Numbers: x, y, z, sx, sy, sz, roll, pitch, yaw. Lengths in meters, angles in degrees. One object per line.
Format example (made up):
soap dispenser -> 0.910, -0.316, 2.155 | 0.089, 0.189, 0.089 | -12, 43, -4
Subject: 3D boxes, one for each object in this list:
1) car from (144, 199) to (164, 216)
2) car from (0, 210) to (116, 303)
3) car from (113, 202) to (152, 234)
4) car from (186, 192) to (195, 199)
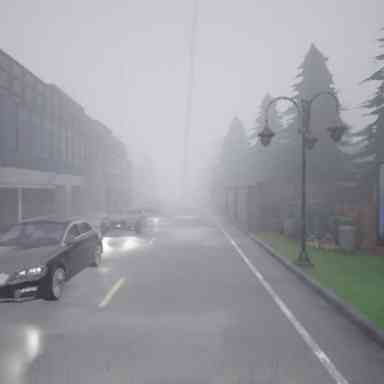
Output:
car -> -3.582, 1.364, 30.033 | 2.033, 1.411, 5.357 | 0, 0, 0
car -> -3.601, 1.441, 8.254 | 2.128, 1.511, 4.902 | 0, 0, 0
car -> -3.599, 1.453, 18.237 | 1.994, 1.385, 4.181 | 0, 0, 0
car -> -0.383, 0.840, 81.616 | 1.837, 1.490, 4.892 | 0, 0, -9
